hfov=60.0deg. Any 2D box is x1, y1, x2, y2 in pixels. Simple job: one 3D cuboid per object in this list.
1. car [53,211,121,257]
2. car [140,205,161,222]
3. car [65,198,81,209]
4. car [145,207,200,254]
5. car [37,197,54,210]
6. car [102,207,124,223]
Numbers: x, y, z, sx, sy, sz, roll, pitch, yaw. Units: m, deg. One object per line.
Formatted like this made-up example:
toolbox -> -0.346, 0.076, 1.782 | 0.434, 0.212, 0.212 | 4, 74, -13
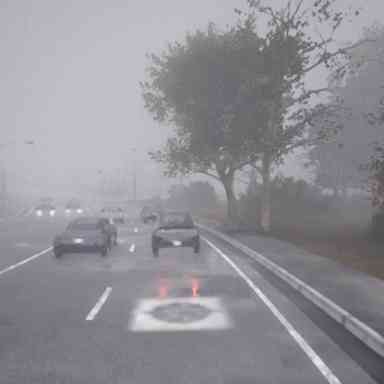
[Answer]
car -> -4.276, 1.731, 13.861 | 1.994, 1.385, 4.181 | 0, -1, -7
car -> -3.491, 1.842, 29.373 | 2.033, 1.411, 5.357 | -1, 0, -14
car -> -17.120, 1.599, 47.669 | 1.837, 1.490, 4.892 | -1, 2, -24
car -> -0.801, 1.638, 14.263 | 2.128, 1.511, 4.902 | 0, 0, -7
car -> -20.396, 1.500, 46.429 | 2.097, 1.767, 4.553 | -1, 3, -24
car -> -6.921, 1.938, 28.665 | 1.895, 1.301, 4.718 | -1, 0, -14
